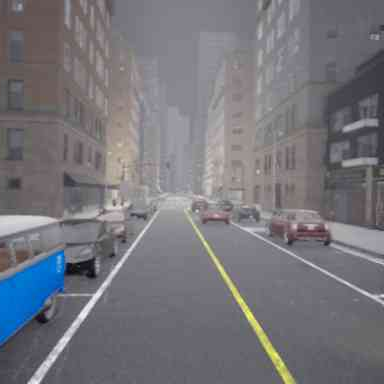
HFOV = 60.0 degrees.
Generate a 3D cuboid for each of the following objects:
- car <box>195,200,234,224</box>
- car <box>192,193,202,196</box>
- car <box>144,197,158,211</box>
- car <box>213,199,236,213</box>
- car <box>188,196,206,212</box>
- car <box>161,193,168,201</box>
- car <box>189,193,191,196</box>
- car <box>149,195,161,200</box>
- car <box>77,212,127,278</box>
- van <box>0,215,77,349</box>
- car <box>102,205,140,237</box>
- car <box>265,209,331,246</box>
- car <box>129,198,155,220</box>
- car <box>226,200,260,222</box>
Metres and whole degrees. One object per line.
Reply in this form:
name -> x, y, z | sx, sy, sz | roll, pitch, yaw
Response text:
car -> 1.565, 1.562, 24.691 | 1.994, 1.385, 4.181 | 1, 0, -3
car -> 1.573, 1.412, 74.839 | 1.967, 1.590, 4.097 | 1, 0, -3
car -> -4.568, 1.446, 31.832 | 1.802, 1.307, 4.206 | 1, 0, -3
car -> 3.632, 1.590, 37.806 | 1.947, 1.339, 4.313 | 1, 0, -3
car -> 0.822, 1.470, 37.574 | 1.837, 1.490, 4.892 | 1, -1, -3
car -> -6.939, 1.382, 74.371 | 1.802, 1.307, 4.206 | 1, 0, -3
car -> 0.980, 1.518, 85.641 | 2.008, 1.369, 4.403 | 1, 0, -3
car -> -4.876, 1.292, 37.325 | 1.967, 1.590, 4.097 | 1, 0, -3
car -> -3.326, 1.484, 9.862 | 1.947, 1.339, 4.313 | 1, 0, -3
van -> -3.011, 1.273, 4.369 | 1.690, 1.788, 3.998 | 1, 0, -3
car -> -3.636, 1.486, 15.355 | 1.802, 1.307, 4.206 | 1, 0, -3
car -> 4.876, 1.517, 15.836 | 1.967, 1.590, 4.097 | 1, 0, -3
car -> -4.257, 1.443, 26.340 | 1.947, 1.339, 4.313 | 1, 0, -3
car -> 4.253, 1.600, 26.821 | 2.008, 1.369, 4.403 | 1, 0, -3
